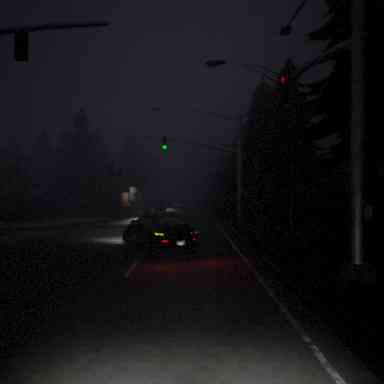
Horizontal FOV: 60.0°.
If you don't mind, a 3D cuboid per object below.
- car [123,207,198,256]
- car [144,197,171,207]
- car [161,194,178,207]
[{"bbox_3d":[-1.321,1.518,13.111,1.812,1.442,4.674,0,0,-24],"label":"car"},{"bbox_3d":[-3.598,1.464,32.848,2.128,1.511,4.902,0,0,0],"label":"car"},{"bbox_3d":[-3.587,1.451,47.519,2.128,1.511,4.902,0,0,0],"label":"car"}]
